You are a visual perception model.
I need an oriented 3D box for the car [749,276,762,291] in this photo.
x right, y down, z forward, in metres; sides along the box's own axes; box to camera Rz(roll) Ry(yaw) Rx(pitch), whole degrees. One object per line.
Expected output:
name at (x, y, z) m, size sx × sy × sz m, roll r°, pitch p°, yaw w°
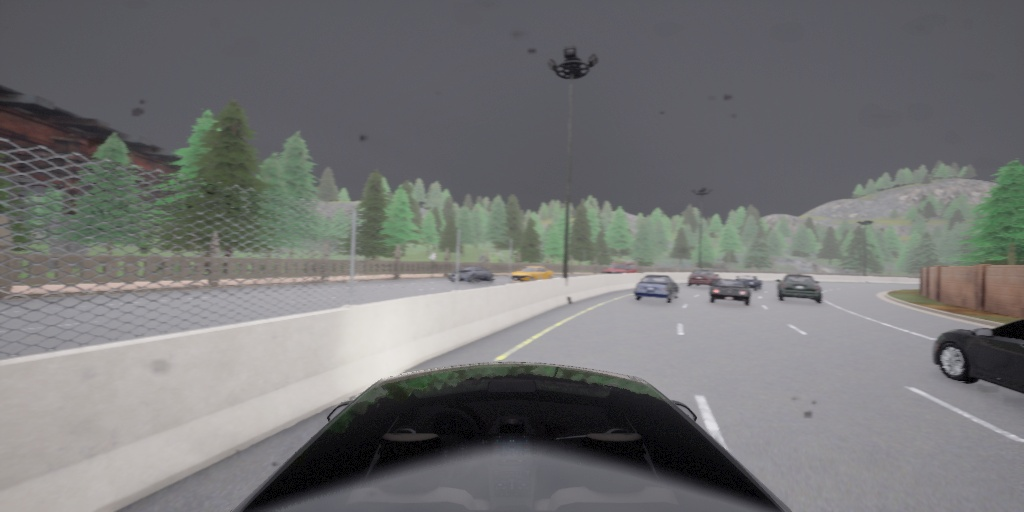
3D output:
car at (21.537, 2.436, 32.762) m, size 1.895 × 1.301 × 4.718 m, roll 2°, pitch -1°, yaw 41°

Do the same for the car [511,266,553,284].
car at (1.685, 1.578, 29.928) m, size 1.882 × 1.535 × 5.008 m, roll 2°, pitch -1°, yaw 34°

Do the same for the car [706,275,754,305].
car at (12.550, 1.991, 20.668) m, size 1.895 × 1.301 × 4.718 m, roll 2°, pitch -1°, yaw 32°

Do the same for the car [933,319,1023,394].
car at (8.569, 1.593, 5.024) m, size 1.837 × 1.490 × 4.892 m, roll 2°, pitch -1°, yaw 21°

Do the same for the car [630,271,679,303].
car at (8.352, 1.788, 20.520) m, size 2.033 × 1.411 × 5.357 m, roll 2°, pitch -1°, yaw 30°

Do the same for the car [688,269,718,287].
car at (18.707, 2.105, 34.767) m, size 2.097 × 1.767 × 4.553 m, roll 2°, pitch -1°, yaw 40°

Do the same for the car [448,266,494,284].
car at (-3.200, 1.478, 28.651) m, size 1.994 × 1.385 × 4.181 m, roll 2°, pitch -1°, yaw 31°

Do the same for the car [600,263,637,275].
car at (11.081, 1.729, 36.934) m, size 2.150 × 2.045 × 5.566 m, roll 2°, pitch -1°, yaw 39°

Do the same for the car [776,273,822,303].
car at (18.629, 1.987, 23.416) m, size 2.097 × 1.767 × 4.553 m, roll 2°, pitch -1°, yaw 35°
